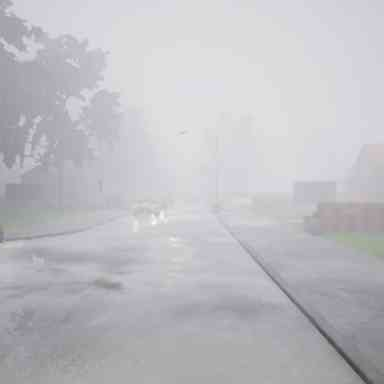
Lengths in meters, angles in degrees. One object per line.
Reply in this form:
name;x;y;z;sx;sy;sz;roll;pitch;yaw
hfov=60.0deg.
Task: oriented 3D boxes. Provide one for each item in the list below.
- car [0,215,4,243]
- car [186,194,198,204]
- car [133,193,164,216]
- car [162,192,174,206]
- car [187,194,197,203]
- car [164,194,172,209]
car;-9.526;1.181;11.588;5.566;2.045;2.150;0;-1;6
car;0.025;1.321;57.769;1.812;1.442;4.674;0;0;0
car;-4.091;1.243;30.808;2.097;1.767;4.553;0;0;0
car;-3.998;1.038;51.723;2.150;2.045;5.566;0;0;0
car;0.002;1.268;66.436;1.837;1.490;4.892;0;0;0
car;-4.057;1.345;41.210;2.128;1.511;4.902;0;0;0
